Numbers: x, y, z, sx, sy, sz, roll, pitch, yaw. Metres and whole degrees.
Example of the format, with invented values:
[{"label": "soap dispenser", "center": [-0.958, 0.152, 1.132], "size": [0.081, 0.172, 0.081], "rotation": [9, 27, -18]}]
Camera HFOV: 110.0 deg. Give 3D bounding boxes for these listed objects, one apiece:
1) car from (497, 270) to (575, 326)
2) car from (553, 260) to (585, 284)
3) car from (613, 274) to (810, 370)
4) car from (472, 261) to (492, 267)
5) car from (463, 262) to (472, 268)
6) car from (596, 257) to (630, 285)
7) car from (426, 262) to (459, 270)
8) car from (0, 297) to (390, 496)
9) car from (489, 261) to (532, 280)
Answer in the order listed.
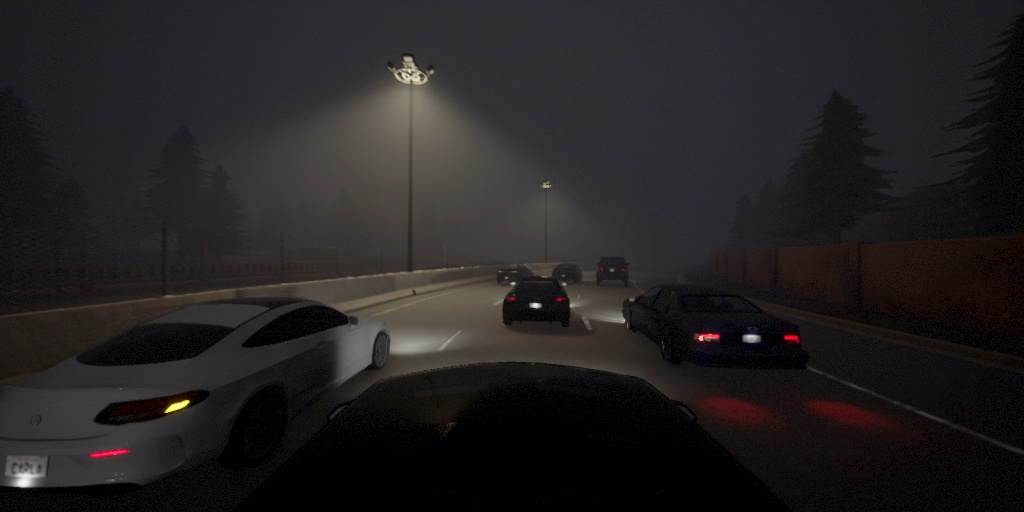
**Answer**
[{"label": "car", "center": [0.868, 1.341, 11.862], "size": [1.994, 1.385, 4.181], "rotation": [0, 0, 6]}, {"label": "car", "center": [4.453, 1.309, 28.581], "size": [1.882, 1.535, 5.008], "rotation": [0, 0, 17]}, {"label": "car", "center": [3.910, 1.330, 8.039], "size": [2.033, 1.411, 5.357], "rotation": [0, 0, 5]}, {"label": "car", "center": [-2.194, 1.305, 41.309], "size": [1.882, 1.535, 5.008], "rotation": [0, 0, 24]}, {"label": "car", "center": [-4.354, 1.331, 45.058], "size": [1.837, 1.490, 4.892], "rotation": [0, 0, 25]}, {"label": "car", "center": [7.474, 1.063, 26.614], "size": [2.150, 2.045, 5.566], "rotation": [0, 0, 17]}, {"label": "car", "center": [-8.529, 1.405, 44.321], "size": [1.895, 1.301, 4.718], "rotation": [0, 0, 24]}, {"label": "car", "center": [-3.220, 1.267, 4.739], "size": [1.812, 1.442, 4.674], "rotation": [0, 0, 2]}, {"label": "car", "center": [0.277, 1.299, 26.723], "size": [2.128, 1.511, 4.902], "rotation": [0, 0, 15]}]
